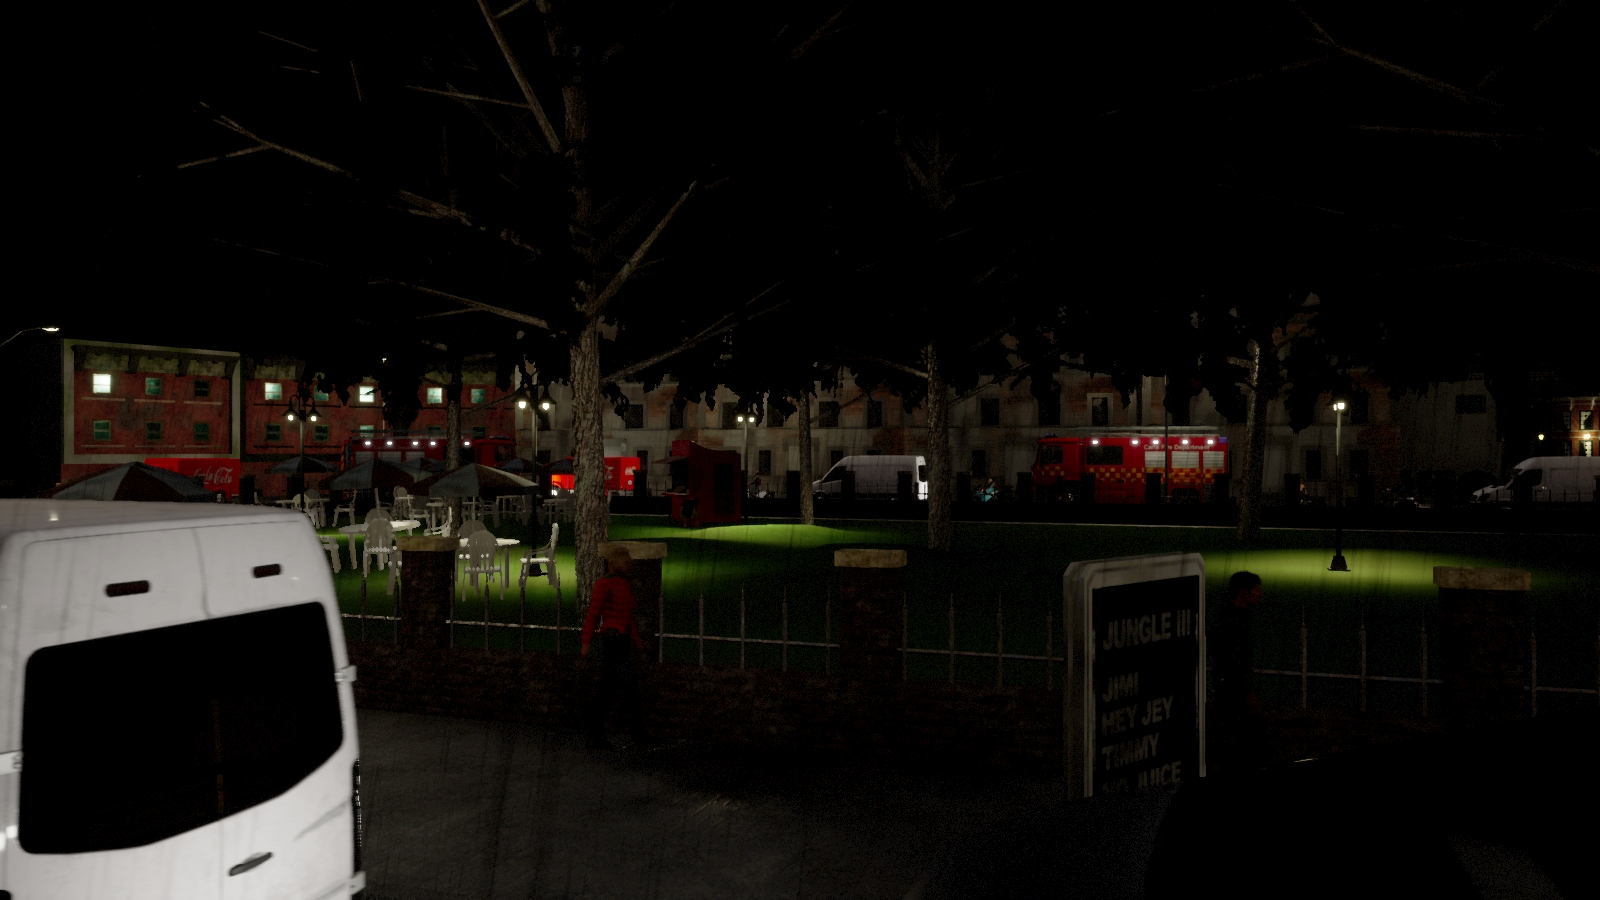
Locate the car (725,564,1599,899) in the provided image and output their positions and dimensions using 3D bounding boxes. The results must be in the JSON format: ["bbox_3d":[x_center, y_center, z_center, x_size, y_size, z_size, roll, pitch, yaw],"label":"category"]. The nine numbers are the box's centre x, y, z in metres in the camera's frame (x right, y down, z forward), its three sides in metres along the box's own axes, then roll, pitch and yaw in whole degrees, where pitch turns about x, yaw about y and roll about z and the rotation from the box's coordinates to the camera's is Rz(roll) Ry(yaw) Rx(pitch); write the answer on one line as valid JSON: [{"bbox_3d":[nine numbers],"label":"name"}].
[{"bbox_3d":[3.185,1.533,2.685,6.274,2.098,2.390,0,0,20],"label":"car"}]

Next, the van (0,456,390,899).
[{"bbox_3d":[-5.144,1.318,5.712,5.915,2.561,1.988,0,0,20],"label":"van"}]

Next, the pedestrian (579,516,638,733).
[{"bbox_3d":[-1.700,1.527,10.153,0.375,1.860,0.375,0,0,21],"label":"pedestrian"}]

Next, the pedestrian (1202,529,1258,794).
[{"bbox_3d":[3.155,1.525,8.392,0.375,1.860,0.375,0,0,20],"label":"pedestrian"}]
